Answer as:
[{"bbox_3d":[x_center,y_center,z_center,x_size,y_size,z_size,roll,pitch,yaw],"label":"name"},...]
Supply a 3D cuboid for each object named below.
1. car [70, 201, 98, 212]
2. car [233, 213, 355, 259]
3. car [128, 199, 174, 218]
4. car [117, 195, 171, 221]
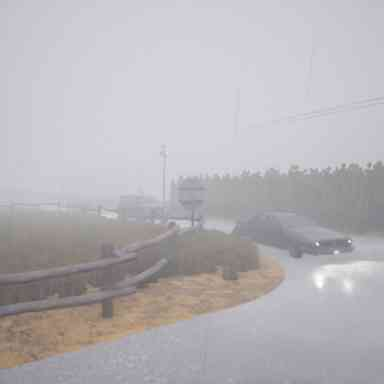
[{"bbox_3d":[-11.412,1.596,35.535,1.895,1.301,4.718,0,0,-35],"label":"car"},{"bbox_3d":[3.601,1.543,13.098,2.033,1.411,5.357,0,0,-23],"label":"car"},{"bbox_3d":[-3.892,1.485,30.795,2.128,1.511,4.902,0,0,-35],"label":"car"},{"bbox_3d":[-3.701,1.219,24.664,2.150,2.045,5.566,0,0,-35],"label":"car"}]
